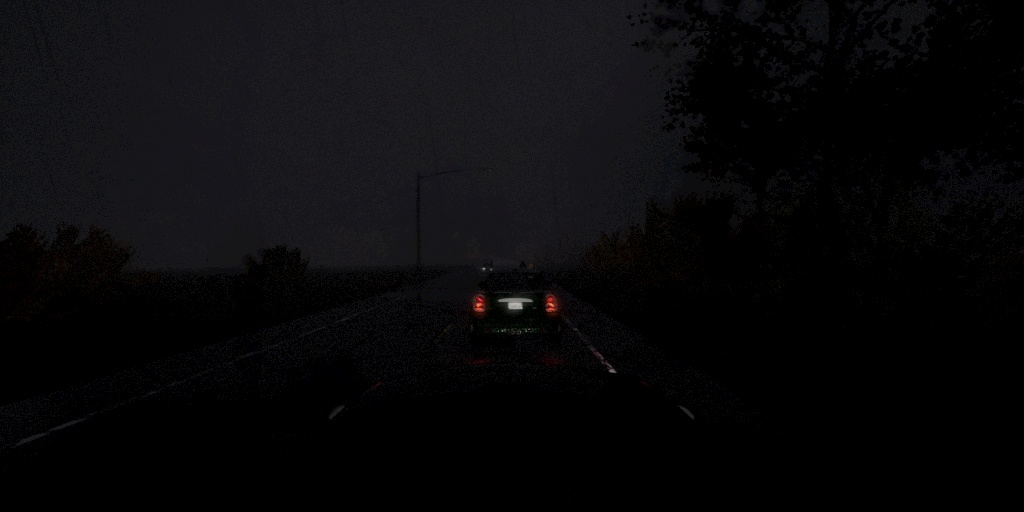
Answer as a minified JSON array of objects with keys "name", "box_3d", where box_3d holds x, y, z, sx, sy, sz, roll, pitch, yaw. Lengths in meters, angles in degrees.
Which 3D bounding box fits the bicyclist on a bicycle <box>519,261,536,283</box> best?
[{"name":"bicyclist on a bicycle","box_3d":[0.903,1.181,17.237,0.866,1.612,1.509,0,0,0]}]

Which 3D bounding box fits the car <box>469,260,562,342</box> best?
[{"name":"car","box_3d":[0.072,1.099,9.893,2.097,1.767,4.553,0,0,0]}]

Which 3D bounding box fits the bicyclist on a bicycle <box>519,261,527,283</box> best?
[{"name":"bicyclist on a bicycle","box_3d":[0.840,1.193,27.354,0.582,1.620,1.656,0,0,0]}]

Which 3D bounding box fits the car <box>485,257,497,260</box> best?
[{"name":"car","box_3d":[-4.068,1.282,61.567,2.033,1.411,5.357,0,0,0]}]
